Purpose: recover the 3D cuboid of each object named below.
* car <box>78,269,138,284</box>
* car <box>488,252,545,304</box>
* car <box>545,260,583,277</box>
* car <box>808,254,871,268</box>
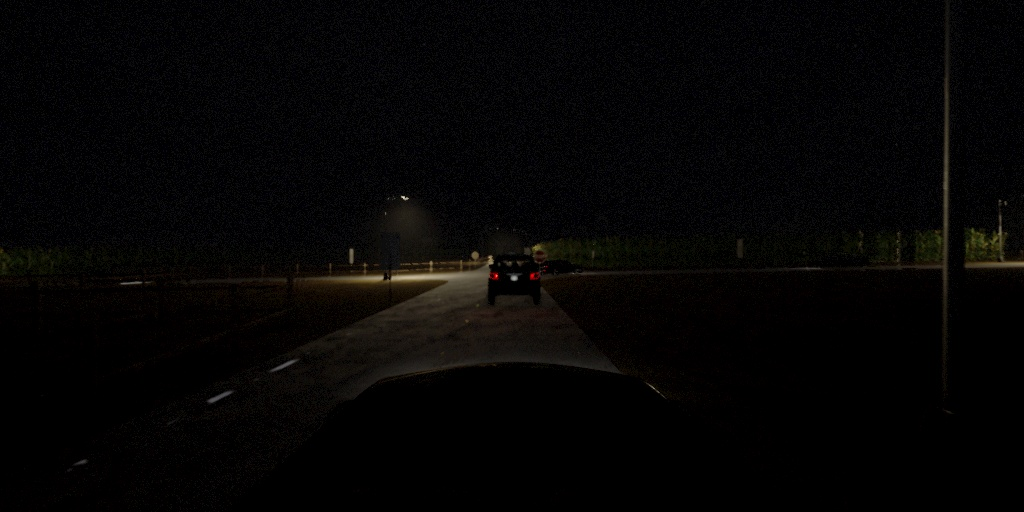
[{"bbox_3d":[-38.952,1.938,34.613,4.181,1.385,1.994,-1,0,0],"label":"car"},{"bbox_3d":[0.092,0.939,16.379,2.150,2.045,5.566,0,0,0],"label":"car"},{"bbox_3d":[4.533,1.093,33.731,4.892,1.490,1.837,-2,-3,-36],"label":"car"},{"bbox_3d":[34.592,0.520,37.937,5.357,1.411,2.033,-1,0,0],"label":"car"}]
